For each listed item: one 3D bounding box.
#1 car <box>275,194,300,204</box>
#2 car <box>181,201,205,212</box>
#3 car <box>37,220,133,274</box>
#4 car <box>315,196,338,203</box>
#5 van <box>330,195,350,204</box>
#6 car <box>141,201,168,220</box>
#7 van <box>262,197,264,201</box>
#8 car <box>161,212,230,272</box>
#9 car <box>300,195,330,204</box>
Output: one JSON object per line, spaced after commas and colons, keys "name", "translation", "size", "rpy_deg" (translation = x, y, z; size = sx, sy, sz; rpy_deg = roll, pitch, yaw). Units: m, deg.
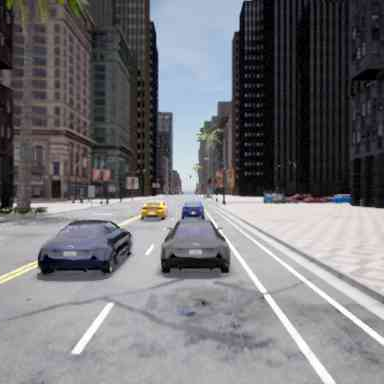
{"name": "car", "translation": [17.052, 1.576, 61.909], "size": [4.403, 1.369, 2.008], "rpy_deg": [0, 0, 0]}
{"name": "car", "translation": [0.091, 1.487, 28.659], "size": [1.882, 1.535, 5.008], "rpy_deg": [0, 0, 0]}
{"name": "car", "translation": [-3.154, 1.566, 10.604], "size": [1.994, 1.385, 4.181], "rpy_deg": [0, 0, 0]}
{"name": "car", "translation": [28.400, 1.581, 70.442], "size": [4.206, 1.307, 1.802], "rpy_deg": [0, 0, 0]}
{"name": "van", "translation": [28.408, 1.360, 61.916], "size": [3.998, 1.788, 1.690], "rpy_deg": [0, 0, 0]}
{"name": "car", "translation": [-3.159, 1.487, 28.636], "size": [1.882, 1.535, 5.008], "rpy_deg": [0, 0, 0]}
{"name": "van", "translation": [17.045, 1.346, 70.434], "size": [3.998, 1.788, 1.690], "rpy_deg": [0, 0, 0]}
{"name": "car", "translation": [0.096, 1.567, 10.847], "size": [1.994, 1.385, 4.181], "rpy_deg": [0, 0, 0]}
{"name": "car", "translation": [22.730, 1.604, 61.913], "size": [4.206, 1.307, 1.802], "rpy_deg": [0, 0, 0]}
